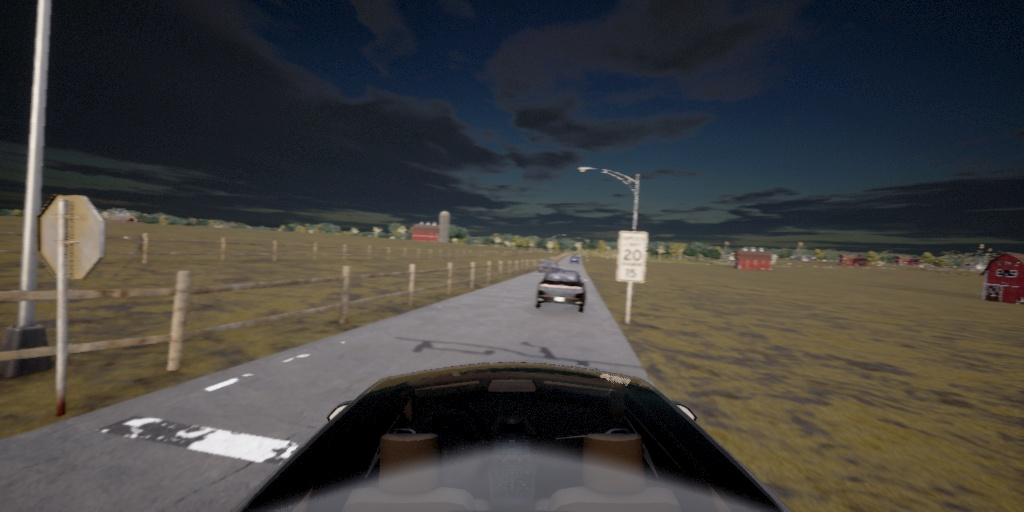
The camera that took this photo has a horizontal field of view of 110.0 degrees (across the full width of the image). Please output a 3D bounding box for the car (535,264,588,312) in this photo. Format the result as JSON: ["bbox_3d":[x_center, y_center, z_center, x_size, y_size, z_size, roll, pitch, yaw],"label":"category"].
[{"bbox_3d":[2.125,1.324,15.052,2.128,1.511,4.902,3,0,10],"label":"car"}]

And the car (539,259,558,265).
[{"bbox_3d":[4.417,1.133,43.099,2.097,1.767,4.553,3,1,10],"label":"car"}]
